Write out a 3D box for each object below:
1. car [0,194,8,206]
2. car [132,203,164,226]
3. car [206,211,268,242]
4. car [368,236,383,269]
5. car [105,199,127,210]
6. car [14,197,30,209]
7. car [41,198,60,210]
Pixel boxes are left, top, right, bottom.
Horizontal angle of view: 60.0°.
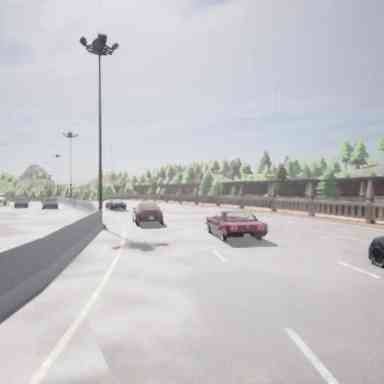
[{"bbox_3d":[-31.813,1.299,55.164,2.150,2.045,5.566,-1,0,-25],"label":"car"},{"bbox_3d":[-3.134,1.482,23.284,1.812,1.442,4.674,0,0,-14],"label":"car"},{"bbox_3d":[1.970,1.549,16.230,1.895,1.301,4.718,0,0,-10],"label":"car"},{"bbox_3d":[6.470,1.514,8.464,1.994,1.385,4.181,0,0,-5],"label":"car"},{"bbox_3d":[-9.477,1.547,41.019,1.895,1.301,4.718,-1,0,-24],"label":"car"},{"bbox_3d":[-24.373,1.547,47.653,1.837,1.490,4.892,-1,0,-25],"label":"car"},{"bbox_3d":[-18.573,1.514,43.602,1.837,1.490,4.892,-1,0,-25],"label":"car"}]
